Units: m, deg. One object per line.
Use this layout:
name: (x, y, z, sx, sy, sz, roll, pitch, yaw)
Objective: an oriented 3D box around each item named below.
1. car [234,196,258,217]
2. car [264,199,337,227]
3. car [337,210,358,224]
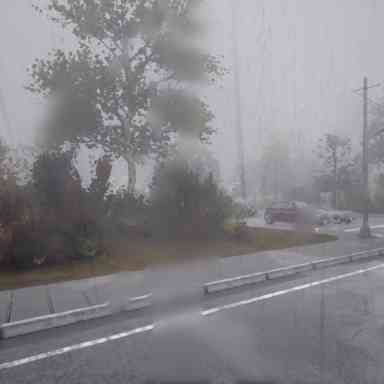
car: (3.944, 1.429, 33.373, 2.150, 2.045, 5.566, 0, -1, -41)
car: (7.389, 1.425, 23.637, 2.097, 1.767, 4.553, 0, -1, -38)
car: (10.182, 1.674, 25.840, 1.895, 1.301, 4.718, 0, -1, -39)
